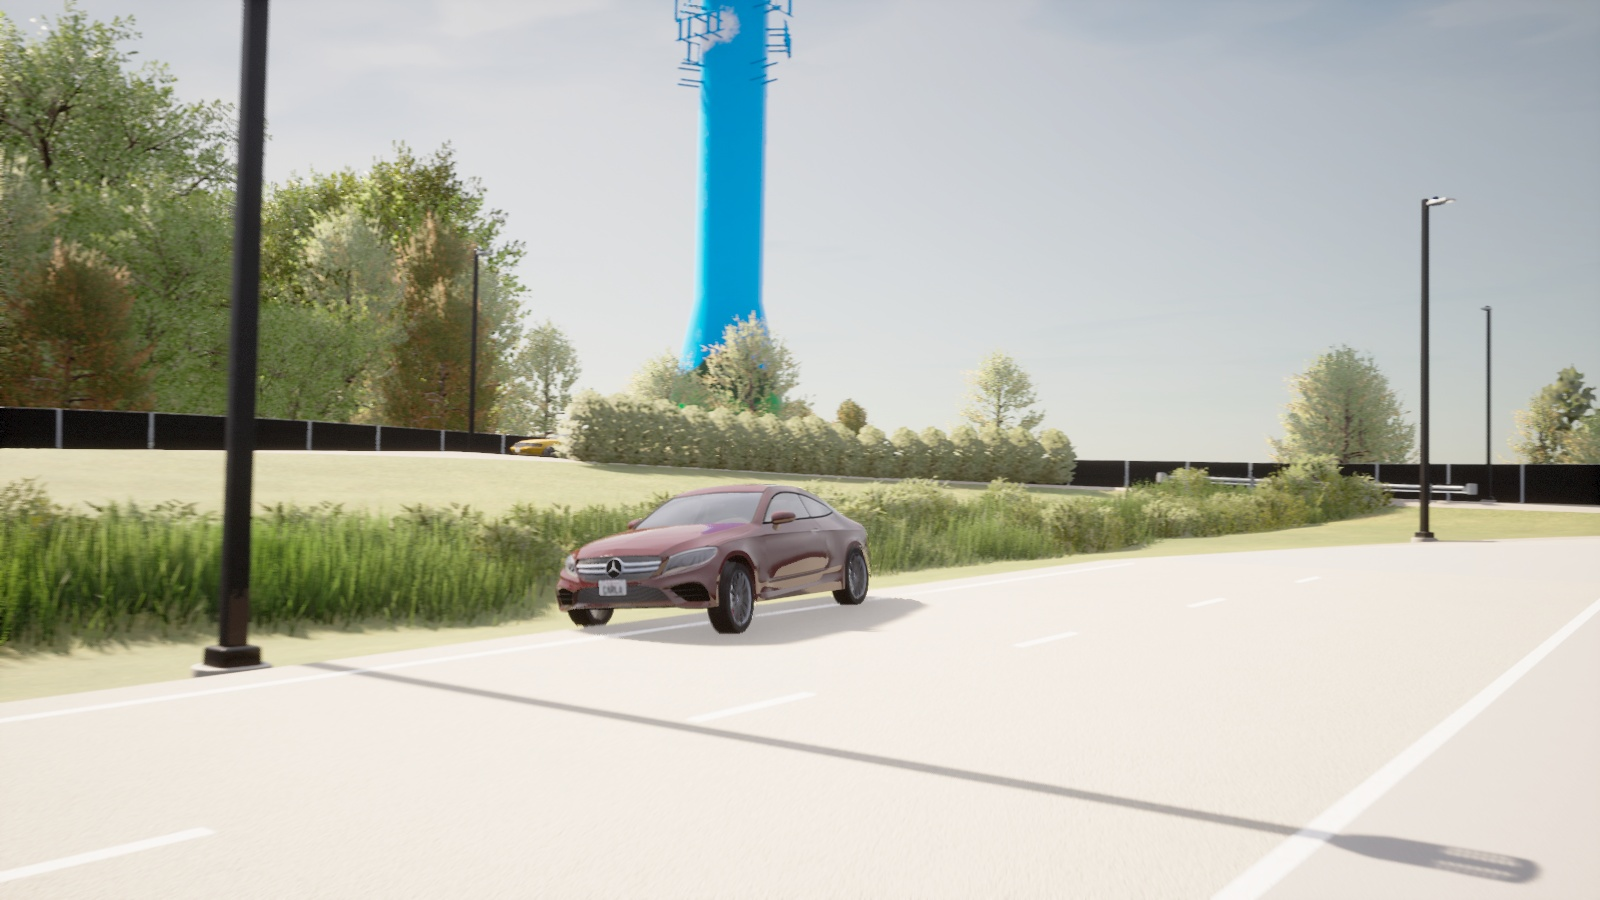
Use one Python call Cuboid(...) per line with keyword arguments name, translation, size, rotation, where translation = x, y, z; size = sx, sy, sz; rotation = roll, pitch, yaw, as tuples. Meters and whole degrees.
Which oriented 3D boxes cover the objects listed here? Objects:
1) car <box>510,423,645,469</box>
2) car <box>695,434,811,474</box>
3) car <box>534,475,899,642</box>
Cuboid(name="car", translation=(-9.167, -0.116, 52.160), size=(5.366, 1.575, 1.801), rotation=(4, -4, -43))
Cuboid(name="car", translation=(-1.983, 0.217, 53.467), size=(4.674, 1.442, 1.812), rotation=(3, -3, -34))
Cuboid(name="car", translation=(-0.666, 1.103, 13.632), size=(1.812, 1.442, 4.674), rotation=(-5, -4, 25))
